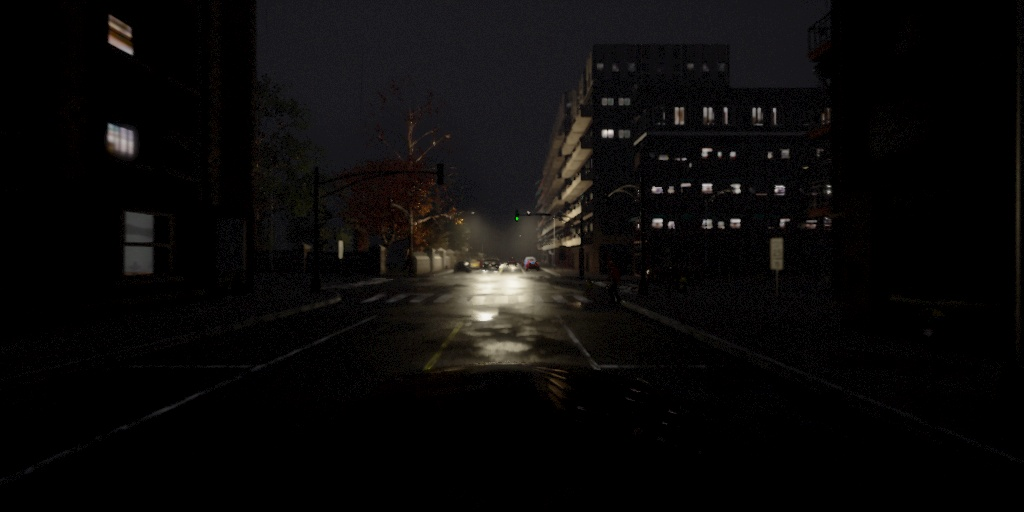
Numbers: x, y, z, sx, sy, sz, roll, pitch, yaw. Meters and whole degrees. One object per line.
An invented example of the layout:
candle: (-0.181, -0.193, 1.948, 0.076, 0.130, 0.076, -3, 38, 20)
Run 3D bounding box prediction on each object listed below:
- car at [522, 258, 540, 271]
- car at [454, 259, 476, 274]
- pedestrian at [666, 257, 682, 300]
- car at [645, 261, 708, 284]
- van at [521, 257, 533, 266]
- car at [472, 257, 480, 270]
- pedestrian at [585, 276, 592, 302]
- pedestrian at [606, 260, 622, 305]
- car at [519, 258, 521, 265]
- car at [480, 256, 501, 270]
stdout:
car: (2.691, 1.282, 47.593, 1.888, 1.381, 4.507, 0, 0, 0)
car: (-5.689, 1.302, 41.963, 1.948, 1.339, 4.313, 0, 0, 0)
pedestrian: (6.829, 0.894, 15.034, 0.375, 1.860, 0.375, 0, 0, 0)
car: (13.450, 1.333, 29.622, 5.009, 1.841, 2.192, 0, 0, -1)
van: (2.692, 1.080, 53.223, 1.690, 1.789, 3.998, 0, 0, 0)
car: (-5.688, 1.264, 53.054, 1.751, 1.417, 4.829, 0, 0, 0)
pedestrian: (3.421, 1.414, 15.633, 0.500, 1.100, 0.500, 0, 0, 0)
pedestrian: (4.112, 1.035, 14.434, 0.375, 1.860, 0.375, 0, 0, 0)
car: (2.692, 1.186, 64.483, 1.967, 1.591, 4.097, 0, 0, 0)
car: (-3.052, 0.961, 52.864, 2.150, 2.045, 5.566, 0, 0, 0)
